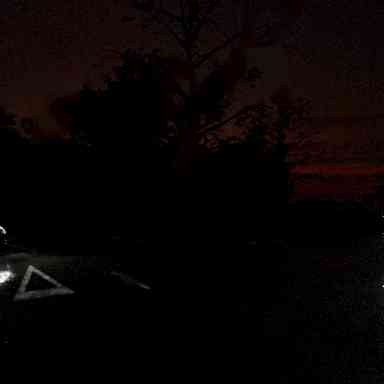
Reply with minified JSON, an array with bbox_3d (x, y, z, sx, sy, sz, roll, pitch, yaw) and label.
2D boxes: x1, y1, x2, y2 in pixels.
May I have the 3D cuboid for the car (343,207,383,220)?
[{"bbox_3d":[21.583,2.700,42.209,1.882,1.535,5.008,2,-3,-9],"label":"car"}]

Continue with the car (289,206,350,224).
[{"bbox_3d":[12.221,2.170,32.256,5.366,1.575,1.946,0,-2,17],"label":"car"}]

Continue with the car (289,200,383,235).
[{"bbox_3d":[9.264,1.590,21.485,5.566,2.045,2.435,0,-1,16],"label":"car"}]

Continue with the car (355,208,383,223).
[{"bbox_3d":[18.403,2.378,34.549,1.837,1.490,4.892,0,-3,17],"label":"car"}]

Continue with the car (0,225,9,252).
[{"bbox_3d":[-9.016,1.387,12.551,4.553,1.767,2.097,0,0,30],"label":"car"}]

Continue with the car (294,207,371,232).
[{"bbox_3d":[9.990,1.912,24.046,4.892,1.521,2.231,0,-1,16],"label":"car"}]

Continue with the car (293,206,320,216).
[{"bbox_3d":[20.770,3.449,60.379,4.553,1.767,2.185,0,-3,17],"label":"car"}]

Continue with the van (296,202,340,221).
[{"bbox_3d":[14.070,2.154,37.402,4.442,1.987,1.878,0,-2,17],"label":"van"}]

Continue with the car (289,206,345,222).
[{"bbox_3d":[12.980,2.267,34.805,5.366,1.575,1.946,0,-2,17],"label":"car"}]

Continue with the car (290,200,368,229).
[{"bbox_3d":[10.799,1.736,26.726,5.566,2.045,2.435,0,-1,16],"label":"car"}]
